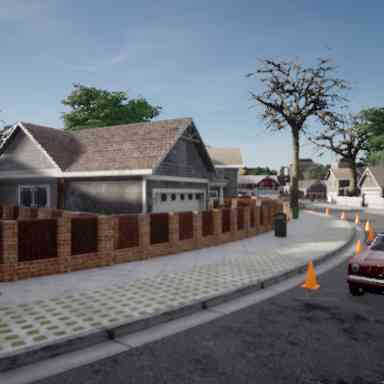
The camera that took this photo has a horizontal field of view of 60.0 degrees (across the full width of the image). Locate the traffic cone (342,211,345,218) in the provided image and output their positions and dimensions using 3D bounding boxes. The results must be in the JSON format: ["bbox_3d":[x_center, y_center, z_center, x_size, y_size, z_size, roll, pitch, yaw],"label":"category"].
[{"bbox_3d":[13.114,1.980,28.830,0.340,0.580,0.340,0,0,10],"label":"traffic cone"}]

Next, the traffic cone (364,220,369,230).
[{"bbox_3d":[10.474,1.978,19.799,0.340,0.580,0.340,0,0,23],"label":"traffic cone"}]

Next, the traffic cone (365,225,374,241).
[{"bbox_3d":[8.393,1.977,15.571,0.340,0.580,0.340,0,0,30],"label":"traffic cone"}]

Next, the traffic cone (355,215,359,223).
[{"bbox_3d":[12.055,1.979,24.238,0.340,0.580,0.340,0,0,16],"label":"traffic cone"}]

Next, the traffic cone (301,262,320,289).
[{"bbox_3d":[2.848,1.972,7.973,0.340,0.580,0.340,0,0,43],"label":"traffic cone"}]

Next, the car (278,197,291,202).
[{"bbox_3d":[16.995,1.567,61.011,2.033,1.411,5.357,0,0,-3],"label":"car"}]

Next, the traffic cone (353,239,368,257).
[{"bbox_3d":[5.840,1.976,11.612,0.340,0.580,0.340,0,0,36],"label":"traffic cone"}]

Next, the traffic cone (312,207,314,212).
[{"bbox_3d":[13.984,1.982,38.536,0.340,0.580,0.340,0,0,4],"label":"traffic cone"}]

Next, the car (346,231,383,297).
[{"bbox_3d":[5.240,1.619,7.913,1.895,1.301,4.718,0,0,40],"label":"car"}]
